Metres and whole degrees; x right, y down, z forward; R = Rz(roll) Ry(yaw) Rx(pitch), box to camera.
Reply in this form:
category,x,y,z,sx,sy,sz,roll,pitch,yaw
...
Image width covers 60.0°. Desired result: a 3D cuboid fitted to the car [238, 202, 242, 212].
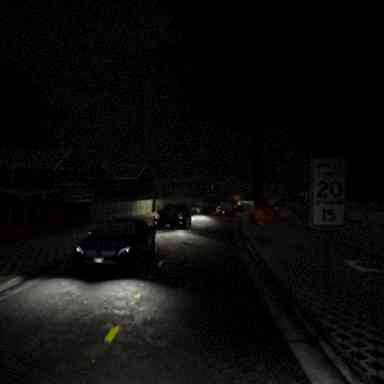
category,x,y,z,sx,sy,sz,roll,pitch,yaw
car,5.992,2.030,47.606,2.033,1.411,5.357,1,0,15

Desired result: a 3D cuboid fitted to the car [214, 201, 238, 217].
category,x,y,z,sx,sy,sz,roll,pitch,yaw
car,3.754,1.916,37.100,1.812,1.442,4.674,0,0,12

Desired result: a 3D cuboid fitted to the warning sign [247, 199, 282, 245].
category,x,y,z,sx,sy,sz,roll,pitch,yaw
warning sign,3.164,1.279,14.719,1.300,1.860,1.060,3,2,4

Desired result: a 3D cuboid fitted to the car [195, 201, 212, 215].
category,x,y,z,sx,sy,sz,roll,pitch,yaw
car,1.202,1.871,38.899,2.128,1.511,4.902,0,-1,11

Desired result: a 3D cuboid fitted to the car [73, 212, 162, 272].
category,x,y,z,sx,sy,sz,roll,pitch,yaw
car,-2.391,1.628,11.407,1.812,1.442,4.674,0,-1,4

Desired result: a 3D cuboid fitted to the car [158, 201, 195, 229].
category,x,y,z,sx,sy,sz,roll,pitch,yaw
car,-1.271,1.579,23.520,2.097,1.767,4.553,0,-1,7
